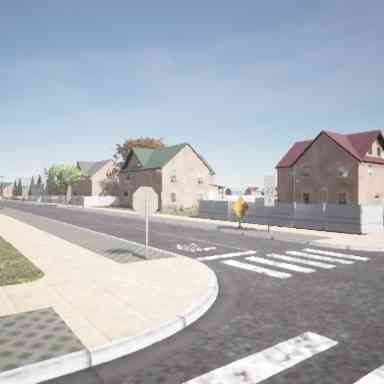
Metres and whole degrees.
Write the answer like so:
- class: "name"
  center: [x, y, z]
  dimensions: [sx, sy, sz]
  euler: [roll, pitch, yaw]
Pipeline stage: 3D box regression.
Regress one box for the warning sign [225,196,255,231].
- class: "warning sign"
  center: [2.705, 1.157, 18.696]
  dimensions: [1.300, 1.860, 1.060]
  euler: [1, 0, -36]
